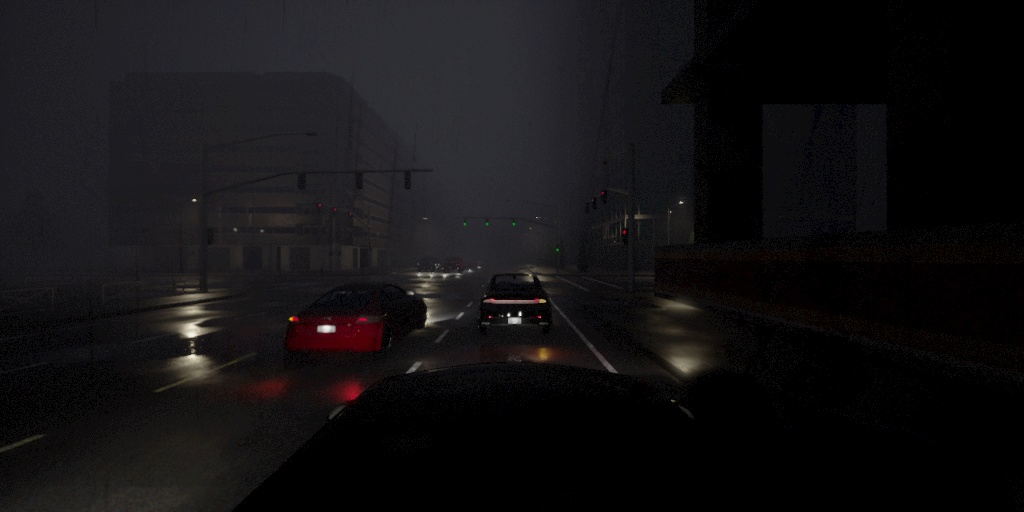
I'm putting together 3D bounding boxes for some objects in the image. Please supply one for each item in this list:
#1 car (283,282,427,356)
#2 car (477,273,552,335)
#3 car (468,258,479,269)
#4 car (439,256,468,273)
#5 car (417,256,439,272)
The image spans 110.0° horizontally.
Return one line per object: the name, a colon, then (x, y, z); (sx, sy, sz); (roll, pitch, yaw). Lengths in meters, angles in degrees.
car: (-3.437, 1.325, 8.671); (1.994, 1.385, 4.181); (0, 0, 0)
car: (0.076, 1.256, 10.583); (2.128, 1.511, 4.902); (0, 0, 0)
car: (-7.253, 1.334, 58.992); (2.128, 1.511, 4.902); (0, 0, 1)
car: (-7.409, 1.042, 45.605); (2.150, 2.045, 5.566); (0, 0, 0)
car: (-10.904, 1.044, 47.328); (2.150, 2.045, 5.566); (0, 0, 0)
